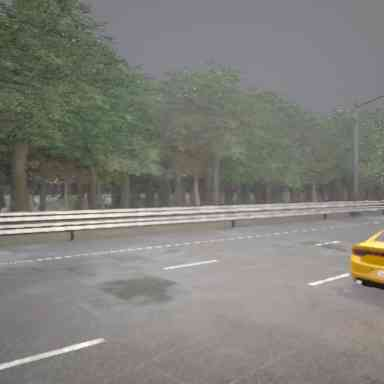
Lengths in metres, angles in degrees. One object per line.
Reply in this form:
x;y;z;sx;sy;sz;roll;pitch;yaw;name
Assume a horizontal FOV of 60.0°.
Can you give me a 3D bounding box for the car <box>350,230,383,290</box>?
5.826;1.480;8.023;5.008;1.535;1.882;0;0;-36;car
